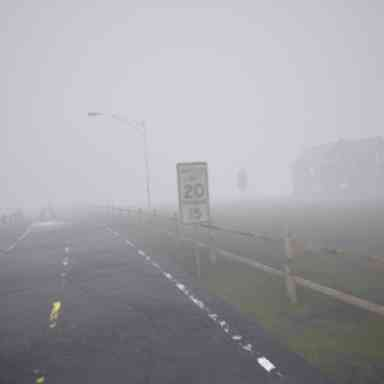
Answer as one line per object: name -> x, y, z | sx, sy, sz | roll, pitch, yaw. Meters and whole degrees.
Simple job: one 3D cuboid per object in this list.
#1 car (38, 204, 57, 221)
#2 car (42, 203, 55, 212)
car -> -17.333, 2.566, 39.930 | 2.128, 1.511, 4.902 | -4, 0, -25
car -> -31.152, 3.328, 72.007 | 1.882, 1.535, 5.008 | -4, 0, -32
